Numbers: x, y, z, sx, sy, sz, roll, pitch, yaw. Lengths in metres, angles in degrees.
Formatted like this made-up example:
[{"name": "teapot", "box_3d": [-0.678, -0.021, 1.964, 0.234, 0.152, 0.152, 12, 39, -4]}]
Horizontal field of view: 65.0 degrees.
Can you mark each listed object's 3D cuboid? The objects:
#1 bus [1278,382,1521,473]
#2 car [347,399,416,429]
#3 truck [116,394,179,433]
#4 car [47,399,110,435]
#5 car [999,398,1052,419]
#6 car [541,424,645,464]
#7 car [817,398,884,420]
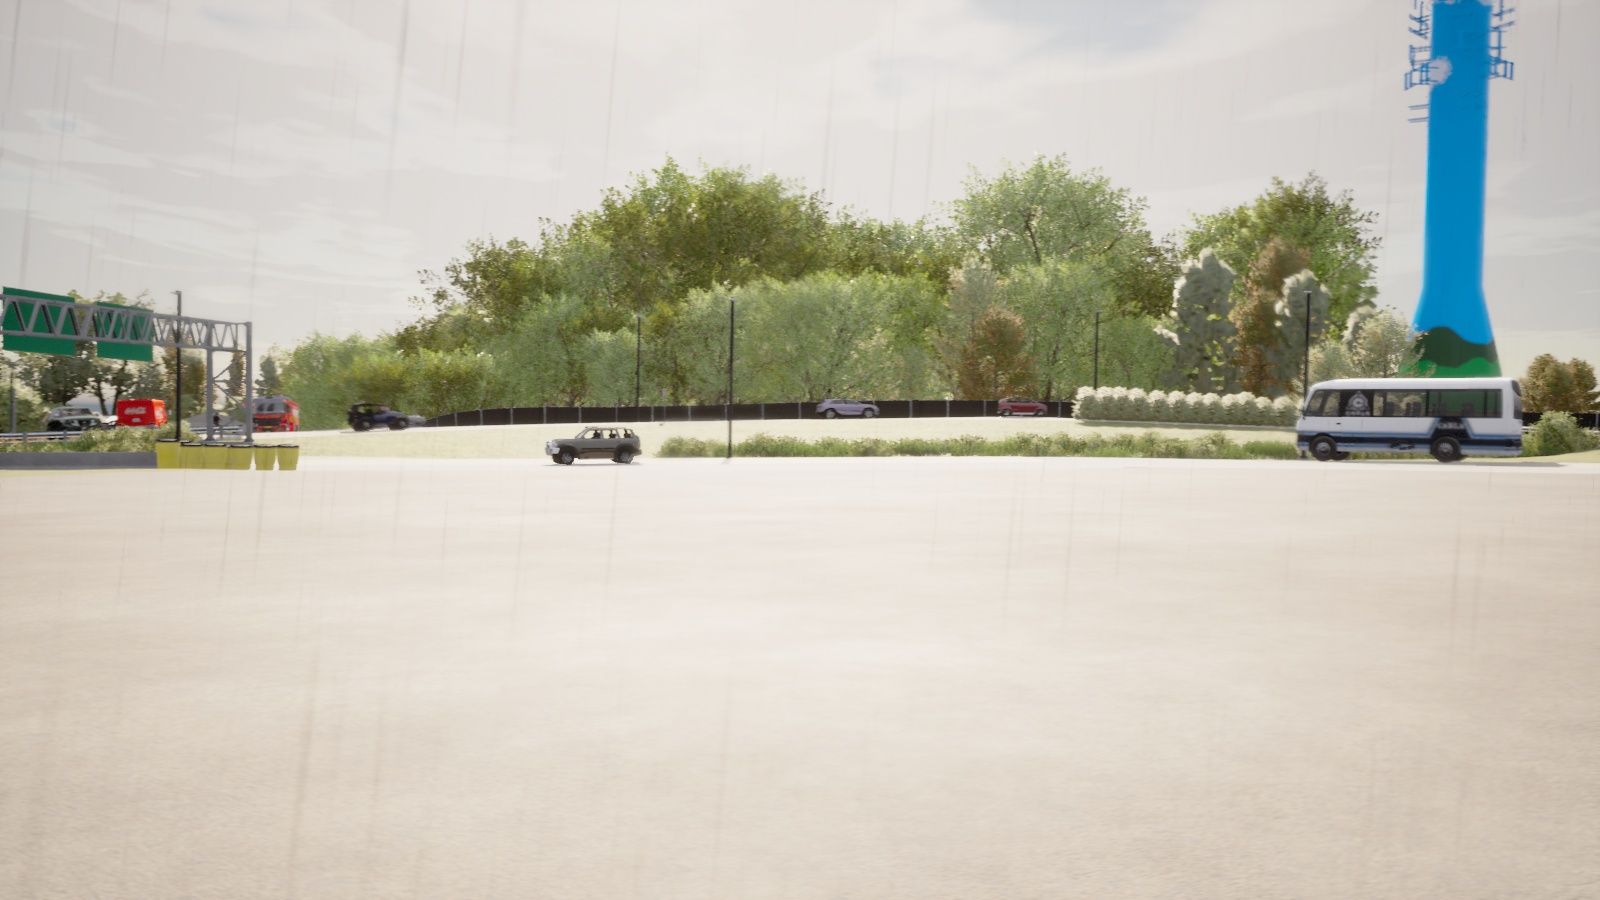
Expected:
[{"name": "bus", "box_3d": [29.991, -1.238, 63.151, 10.273, 4.253, 3.944, 2, 2, 37]}, {"name": "car", "box_3d": [-27.427, -2.393, 82.369, 3.866, 1.878, 1.905, -2, 3, -34]}, {"name": "truck", "box_3d": [-43.436, -2.400, 83.736, 2.627, 2.467, 5.204, -2, 1, -16]}, {"name": "car", "box_3d": [-44.228, -2.014, 76.920, 2.150, 2.045, 5.566, -4, 3, -42]}, {"name": "car", "box_3d": [17.094, -3.136, 95.215, 3.705, 1.549, 1.789, 1, 2, 3]}, {"name": "car", "box_3d": [-9.984, -0.315, 60.526, 4.605, 1.855, 1.932, 0, 2, -22]}, {"name": "car", "box_3d": [3.847, -3.119, 95.671, 4.856, 1.649, 2.033, -1, 1, -4]}]
